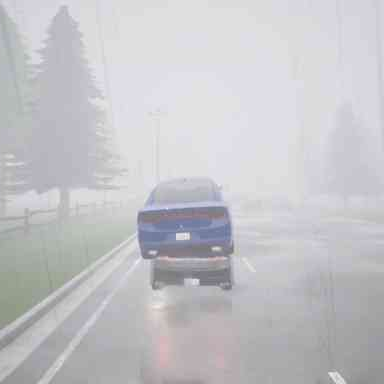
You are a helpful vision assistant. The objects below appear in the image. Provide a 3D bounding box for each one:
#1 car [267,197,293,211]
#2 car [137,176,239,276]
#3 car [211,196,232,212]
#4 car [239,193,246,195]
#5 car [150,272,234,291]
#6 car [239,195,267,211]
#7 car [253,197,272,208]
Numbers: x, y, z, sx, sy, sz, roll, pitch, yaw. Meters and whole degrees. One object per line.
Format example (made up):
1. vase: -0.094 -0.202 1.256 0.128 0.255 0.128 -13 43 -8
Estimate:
1. car: 10.500 1.351 40.035 2.097 1.767 4.553 0 0 0
2. car: -0.083 0.341 8.300 1.882 1.535 5.008 -4 7 3
3. car: 3.500 1.351 40.035 2.097 1.767 4.553 0 0 0
4. car: 7.000 1.221 50.098 2.150 2.045 5.566 0 0 0
5. car: 0.000 1.553 9.025 2.128 1.511 4.902 0 1 0
6. car: 7.000 1.491 39.648 2.128 1.511 4.902 0 0 0
7. car: 10.500 1.504 50.068 1.837 1.490 4.892 0 0 0
